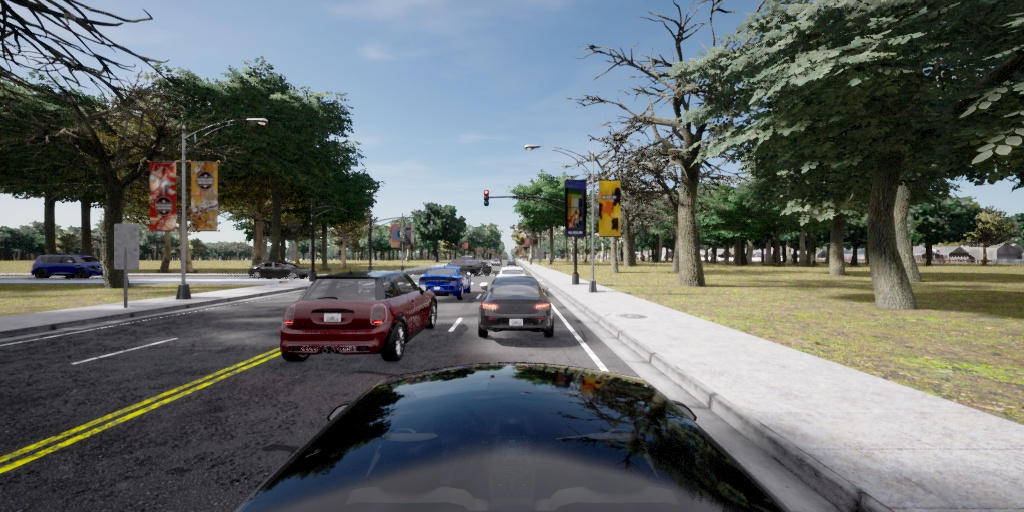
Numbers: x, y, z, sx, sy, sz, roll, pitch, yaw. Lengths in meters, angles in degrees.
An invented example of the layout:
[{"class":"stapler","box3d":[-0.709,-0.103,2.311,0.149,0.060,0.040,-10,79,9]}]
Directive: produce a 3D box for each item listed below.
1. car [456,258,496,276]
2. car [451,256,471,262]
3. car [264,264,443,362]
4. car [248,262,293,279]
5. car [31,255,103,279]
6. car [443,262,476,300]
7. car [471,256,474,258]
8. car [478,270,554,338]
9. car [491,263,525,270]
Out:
[{"class":"car","box3d":[-3.635,1.266,37.438,1.837,1.490,4.892,3,1,17]},{"class":"car","box3d":[-6.647,1.116,43.573,2.097,1.767,4.553,0,0,0]},{"class":"car","box3d":[-3.157,1.102,8.410,2.097,1.767,4.553,0,0,0]},{"class":"car","box3d":[-19.274,1.242,29.986,4.892,1.490,1.837,0,0,-1]},{"class":"car","box3d":[-36.401,0.939,29.945,5.566,2.045,2.150,0,0,0]},{"class":"car","box3d":[-3.169,1.230,17.737,1.882,1.535,5.008,0,0,1]},{"class":"car","box3d":[-6.656,0.993,53.130,2.150,2.045,5.566,0,0,0]},{"class":"car","box3d":[0.091,1.277,10.111,1.812,1.442,4.674,0,0,0]},{"class":"car","box3d":[0.044,1.279,19.214,1.812,1.442,4.674,0,0,0]}]
